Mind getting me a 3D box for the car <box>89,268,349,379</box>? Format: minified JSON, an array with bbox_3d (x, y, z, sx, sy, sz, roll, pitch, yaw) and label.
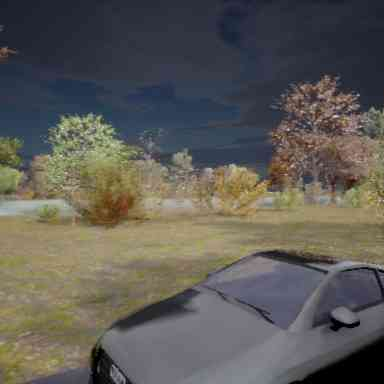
[{"bbox_3d":[1.079,1.390,3.611,4.181,1.385,1.994,0,0,-33],"label":"car"}]
